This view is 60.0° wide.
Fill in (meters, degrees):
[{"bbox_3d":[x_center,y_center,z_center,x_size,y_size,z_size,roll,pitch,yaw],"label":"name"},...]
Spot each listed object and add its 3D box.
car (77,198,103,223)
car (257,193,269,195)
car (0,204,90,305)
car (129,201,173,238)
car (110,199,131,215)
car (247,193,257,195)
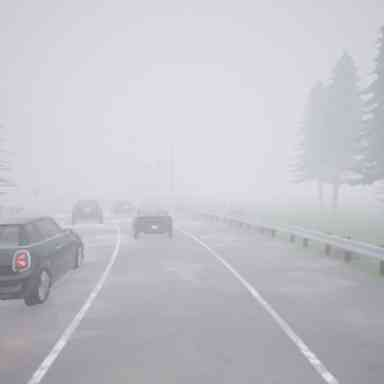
[{"bbox_3d":[-7.726,1.289,24.591,2.097,1.767,4.553,0,0,-18],"label":"car"},{"bbox_3d":[20.684,1.123,88.795,5.357,1.411,2.033,0,0,-34],"label":"car"},{"bbox_3d":[-4.128,1.336,8.102,2.097,1.767,4.553,0,0,-6],"label":"car"},{"bbox_3d":[-2.181,1.419,17.524,1.882,1.535,5.008,0,0,-12],"label":"car"},{"bbox_3d":[-6.821,1.407,32.494,2.163,1.488,4.792,0,0,-20],"label":"car"},{"bbox_3d":[18.021,1.108,91.178,4.674,1.442,1.812,0,0,-34],"label":"car"}]
